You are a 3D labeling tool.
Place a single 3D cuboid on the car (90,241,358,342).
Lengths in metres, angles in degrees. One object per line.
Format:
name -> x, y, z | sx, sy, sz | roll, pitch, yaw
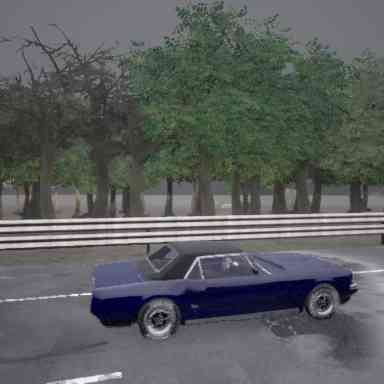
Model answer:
car -> 0.575, 1.600, 6.204 | 4.718, 1.301, 1.895 | 0, 0, -16
